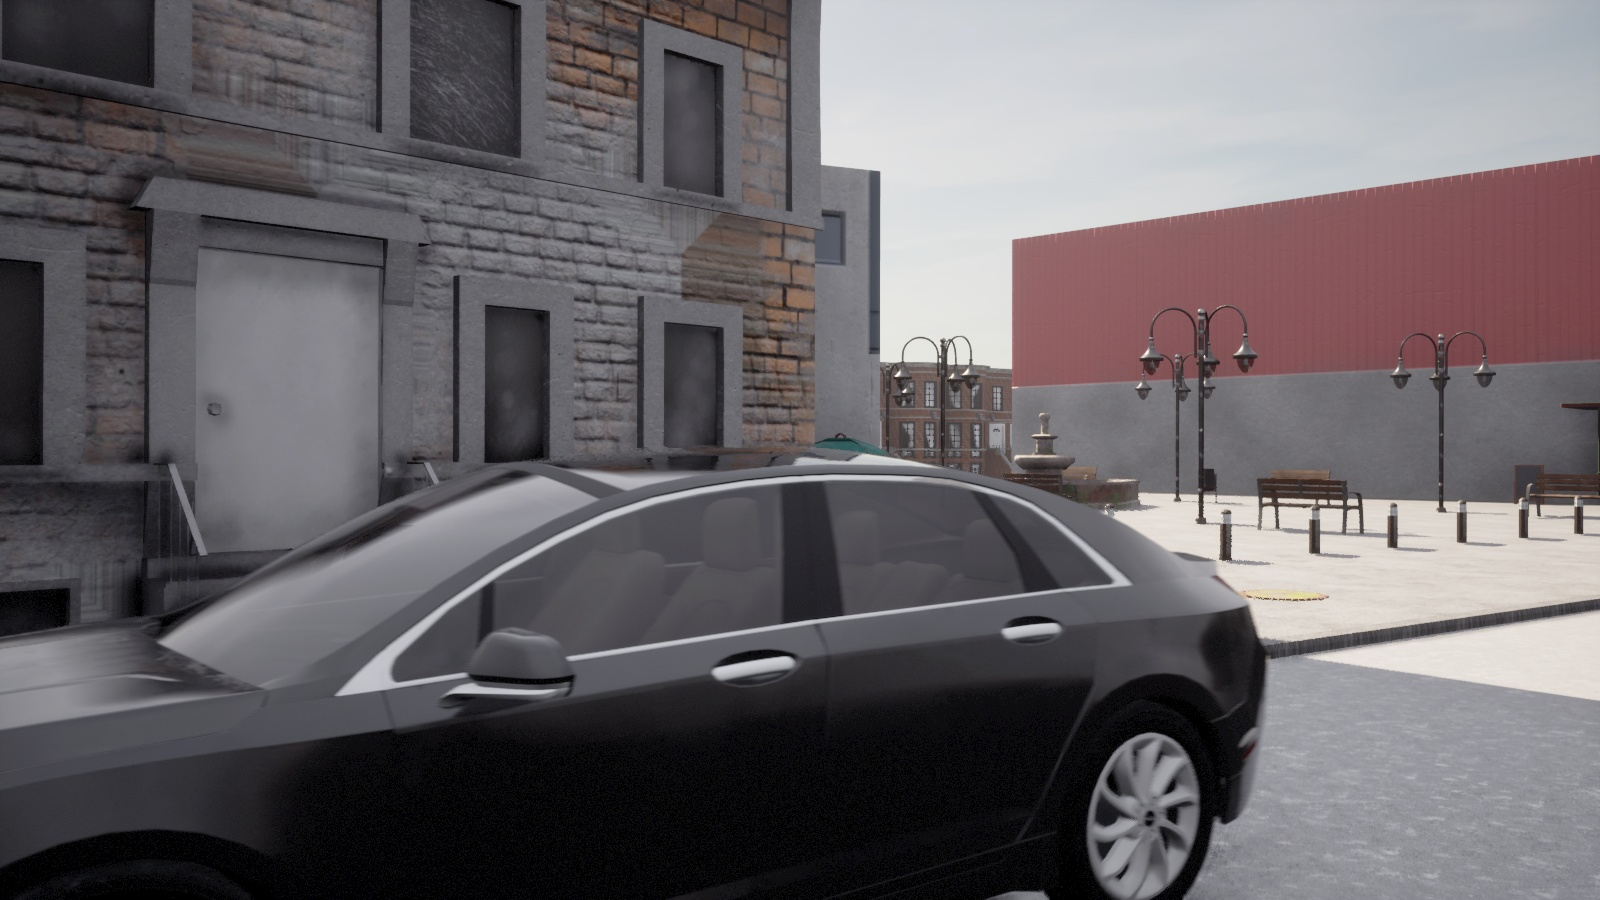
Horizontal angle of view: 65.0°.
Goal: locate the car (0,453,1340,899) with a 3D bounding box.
[{"bbox_3d":[-0.601,0.760,3.850,4.892,1.490,1.837,0,0,-35],"label":"car"}]
